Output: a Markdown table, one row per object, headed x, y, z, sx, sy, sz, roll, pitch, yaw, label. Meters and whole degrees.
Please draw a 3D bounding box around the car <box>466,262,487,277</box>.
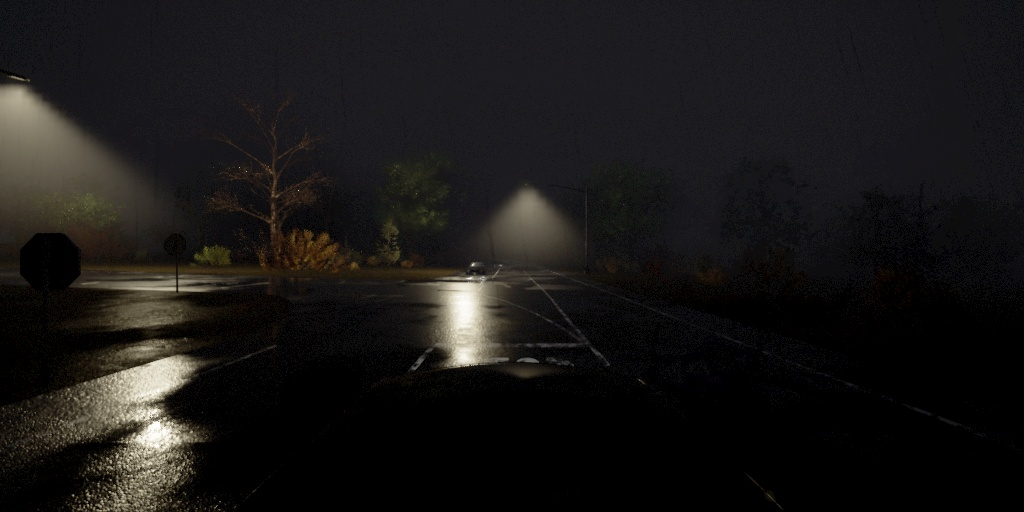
| x | y | z | sx | sy | sz | roll | pitch | yaw | label |
| --- | --- | --- | --- | --- | --- | --- | --- | --- | --- |
| -3.538 | 1.320 | 36.725 | 2.033 | 1.411 | 5.357 | 0 | 0 | 0 | car |
